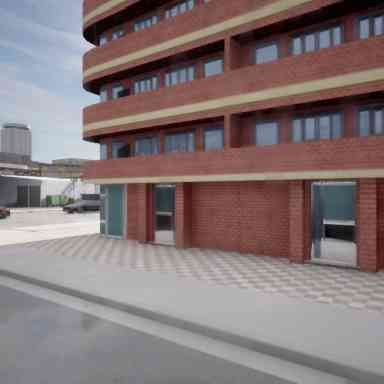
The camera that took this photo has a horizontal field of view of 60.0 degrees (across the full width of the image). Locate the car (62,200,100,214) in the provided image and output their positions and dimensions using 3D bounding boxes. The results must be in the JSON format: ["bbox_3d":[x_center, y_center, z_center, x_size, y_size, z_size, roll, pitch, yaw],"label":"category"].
[{"bbox_3d":[-11.123,1.547,35.588,2.033,1.411,5.357,0,0,34],"label":"car"}]

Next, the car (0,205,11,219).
[{"bbox_3d":[-17.076,1.564,26.926,1.994,1.385,4.181,0,0,34],"label":"car"}]
